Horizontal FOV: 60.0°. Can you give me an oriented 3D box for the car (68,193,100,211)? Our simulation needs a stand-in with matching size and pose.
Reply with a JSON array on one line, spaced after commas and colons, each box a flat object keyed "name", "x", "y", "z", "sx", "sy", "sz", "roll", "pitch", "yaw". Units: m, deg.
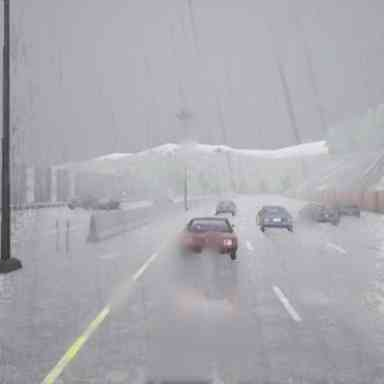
[{"name": "car", "x": -13.069, "y": 1.167, "z": 41.085, "sx": 2.150, "sy": 2.045, "sz": 5.566, "roll": 0, "pitch": 0, "yaw": 11}]

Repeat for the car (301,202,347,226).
[{"name": "car", "x": 8.966, "y": 1.575, "z": 23.714, "sx": 2.033, "sy": 1.411, "sz": 5.357, "roll": 0, "pitch": 0, "yaw": 9}]

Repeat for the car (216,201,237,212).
[{"name": "car", "x": 3.436, "y": 1.553, "z": 33.100, "sx": 2.033, "sy": 1.411, "sz": 5.357, "roll": 0, "pitch": 0, "yaw": 10}]

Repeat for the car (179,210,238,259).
[{"name": "car", "x": 0.682, "y": 1.600, "z": 12.663, "sx": 1.895, "sy": 1.301, "sz": 4.718, "roll": 0, "pitch": 0, "yaw": 4}]

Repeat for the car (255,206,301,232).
[{"name": "car", "x": 4.977, "y": 1.561, "z": 20.423, "sx": 2.033, "sy": 1.411, "sz": 5.357, "roll": 0, "pitch": 0, "yaw": 7}]

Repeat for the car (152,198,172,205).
[{"name": "car", "x": -4.362, "y": 1.520, "z": 49.268, "sx": 2.033, "sy": 1.411, "sz": 5.357, "roll": 0, "pitch": 0, "yaw": 12}]

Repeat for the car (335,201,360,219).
[{"name": "car", "x": 13.576, "y": 1.535, "z": 29.981, "sx": 2.128, "sy": 1.511, "sz": 4.902, "roll": 0, "pitch": 0, "yaw": 10}]

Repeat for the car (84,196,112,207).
[{"name": "car", "x": -14.520, "y": 1.426, "z": 51.896, "sx": 2.128, "sy": 1.511, "sz": 4.902, "roll": 0, "pitch": 0, "yaw": 12}]

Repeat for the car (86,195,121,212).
[{"name": "car", "x": -9.949, "y": 1.432, "z": 38.768, "sx": 1.882, "sy": 1.535, "sz": 5.008, "roll": 0, "pitch": 0, "yaw": 11}]
